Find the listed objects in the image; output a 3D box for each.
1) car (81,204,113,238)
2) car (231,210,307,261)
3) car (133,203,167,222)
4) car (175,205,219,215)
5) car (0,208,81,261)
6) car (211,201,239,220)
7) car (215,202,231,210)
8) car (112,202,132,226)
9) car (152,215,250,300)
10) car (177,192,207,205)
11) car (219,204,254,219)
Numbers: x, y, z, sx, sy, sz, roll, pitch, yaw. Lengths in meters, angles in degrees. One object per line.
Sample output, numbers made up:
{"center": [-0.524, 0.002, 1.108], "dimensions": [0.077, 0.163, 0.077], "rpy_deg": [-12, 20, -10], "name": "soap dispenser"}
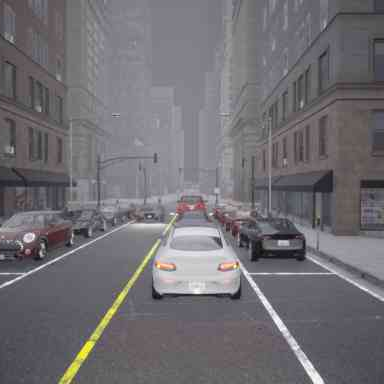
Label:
{"center": [-5.788, 1.564, 17.535], "dimensions": [1.947, 1.339, 4.313], "rpy_deg": [-1, 0, 0], "name": "car"}
{"center": [2.742, 1.564, 12.037], "dimensions": [1.947, 1.339, 4.313], "rpy_deg": [-1, 0, 0], "name": "car"}
{"center": [-3.027, 1.564, 25.707], "dimensions": [1.994, 1.385, 4.181], "rpy_deg": [0, 0, 0], "name": "car"}
{"center": [0.083, 1.562, 16.765], "dimensions": [1.994, 1.385, 4.181], "rpy_deg": [0, 0, 0], "name": "car"}
{"center": [-5.785, 1.438, 12.029], "dimensions": [1.967, 1.590, 4.097], "rpy_deg": [-1, 0, 0], "name": "car"}
{"center": [2.728, 1.544, 28.552], "dimensions": [1.887, 1.381, 4.507], "rpy_deg": [-1, 0, 0], "name": "car"}
{"center": [2.733, 1.543, 23.047], "dimensions": [1.887, 1.381, 4.507], "rpy_deg": [-1, 0, 0], "name": "car"}
{"center": [-5.792, 1.549, 23.040], "dimensions": [2.008, 1.369, 4.403], "rpy_deg": [-1, 0, 0], "name": "car"}
{"center": [0.093, 1.524, 8.279], "dimensions": [1.812, 1.442, 4.674], "rpy_deg": [0, 0, 0], "name": "car"}
{"center": [-0.022, 1.220, 26.152], "dimensions": [2.150, 2.045, 5.566], "rpy_deg": [0, 0, 0], "name": "car"}
{"center": [2.737, 1.543, 17.541], "dimensions": [1.887, 1.381, 4.507], "rpy_deg": [-1, 0, 0], "name": "car"}
